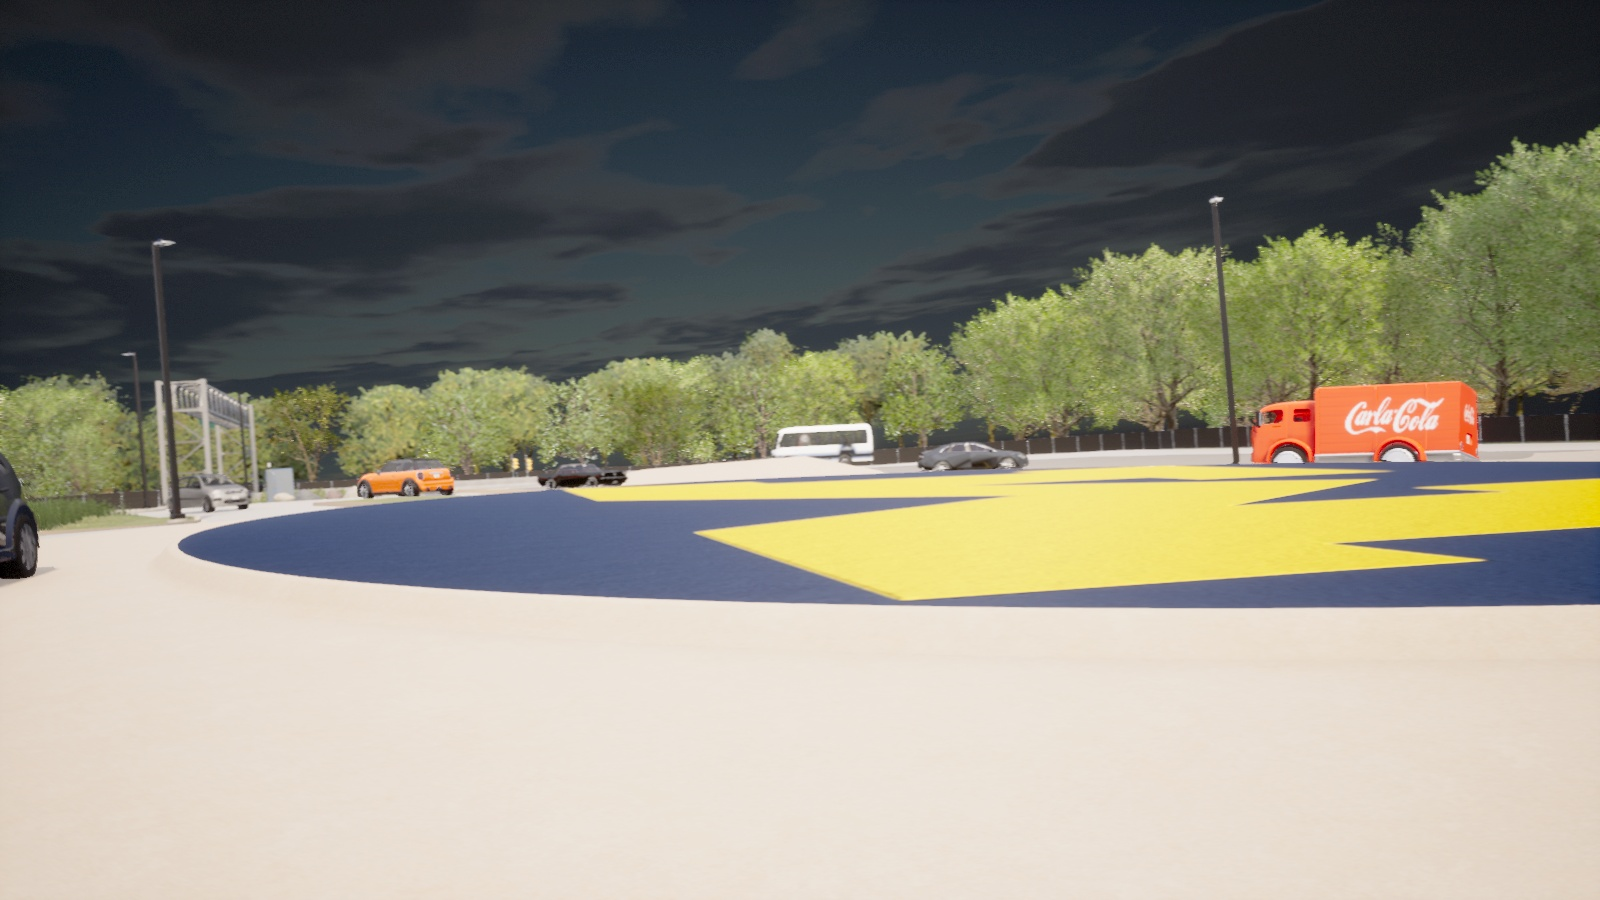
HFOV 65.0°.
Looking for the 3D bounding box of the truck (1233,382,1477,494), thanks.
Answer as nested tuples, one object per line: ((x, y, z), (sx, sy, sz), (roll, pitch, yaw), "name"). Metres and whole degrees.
((14.184, -0.211, 32.209), (5.204, 2.467, 2.627), (-1, -6, 39), "truck")

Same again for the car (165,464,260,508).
((-24.666, 1.536, 52.689), (3.988, 1.617, 1.851), (-3, 1, 36), "car")

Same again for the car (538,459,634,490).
((-10.552, 1.208, 61.694), (4.718, 1.301, 1.895), (-3, -1, 37), "car")

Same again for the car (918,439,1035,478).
((7.773, 0.383, 55.703), (4.902, 1.511, 2.128), (-2, -1, 4), "car")

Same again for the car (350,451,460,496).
((-17.080, 1.030, 54.204), (4.553, 1.767, 2.097), (-2, 1, 35), "car")

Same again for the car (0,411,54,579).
((-8.534, 0.491, 11.499), (1.851, 1.617, 3.988), (-4, 2, -16), "car")
